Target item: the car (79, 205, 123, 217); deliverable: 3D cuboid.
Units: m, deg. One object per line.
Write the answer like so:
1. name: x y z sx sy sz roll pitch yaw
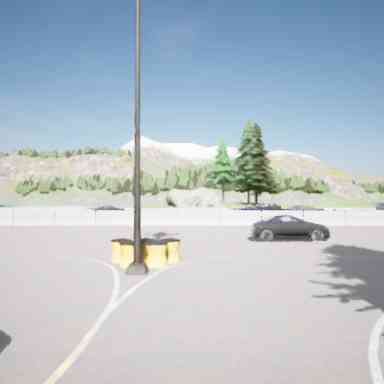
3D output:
1. car: -10.760 2.219 39.634 4.718 1.301 1.895 0 -1 0

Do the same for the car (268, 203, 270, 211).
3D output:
1. car: 9.252 2.145 43.055 4.902 1.511 2.128 0 -1 0

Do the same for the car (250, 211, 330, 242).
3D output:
1. car: 5.332 1.956 18.371 4.181 1.385 1.994 0 -1 0

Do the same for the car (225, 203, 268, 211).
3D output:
1. car: 6.166 2.218 39.567 4.718 1.301 1.895 0 -1 0

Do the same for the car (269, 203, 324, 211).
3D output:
1. car: 11.580 2.127 36.047 5.357 1.411 2.033 0 -1 0

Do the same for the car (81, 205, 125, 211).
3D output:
1. car: -9.424 2.145 36.127 4.181 1.385 1.994 0 -1 0

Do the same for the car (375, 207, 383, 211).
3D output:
1. car: 24.336 2.093 39.496 5.008 1.535 1.882 0 -1 0
